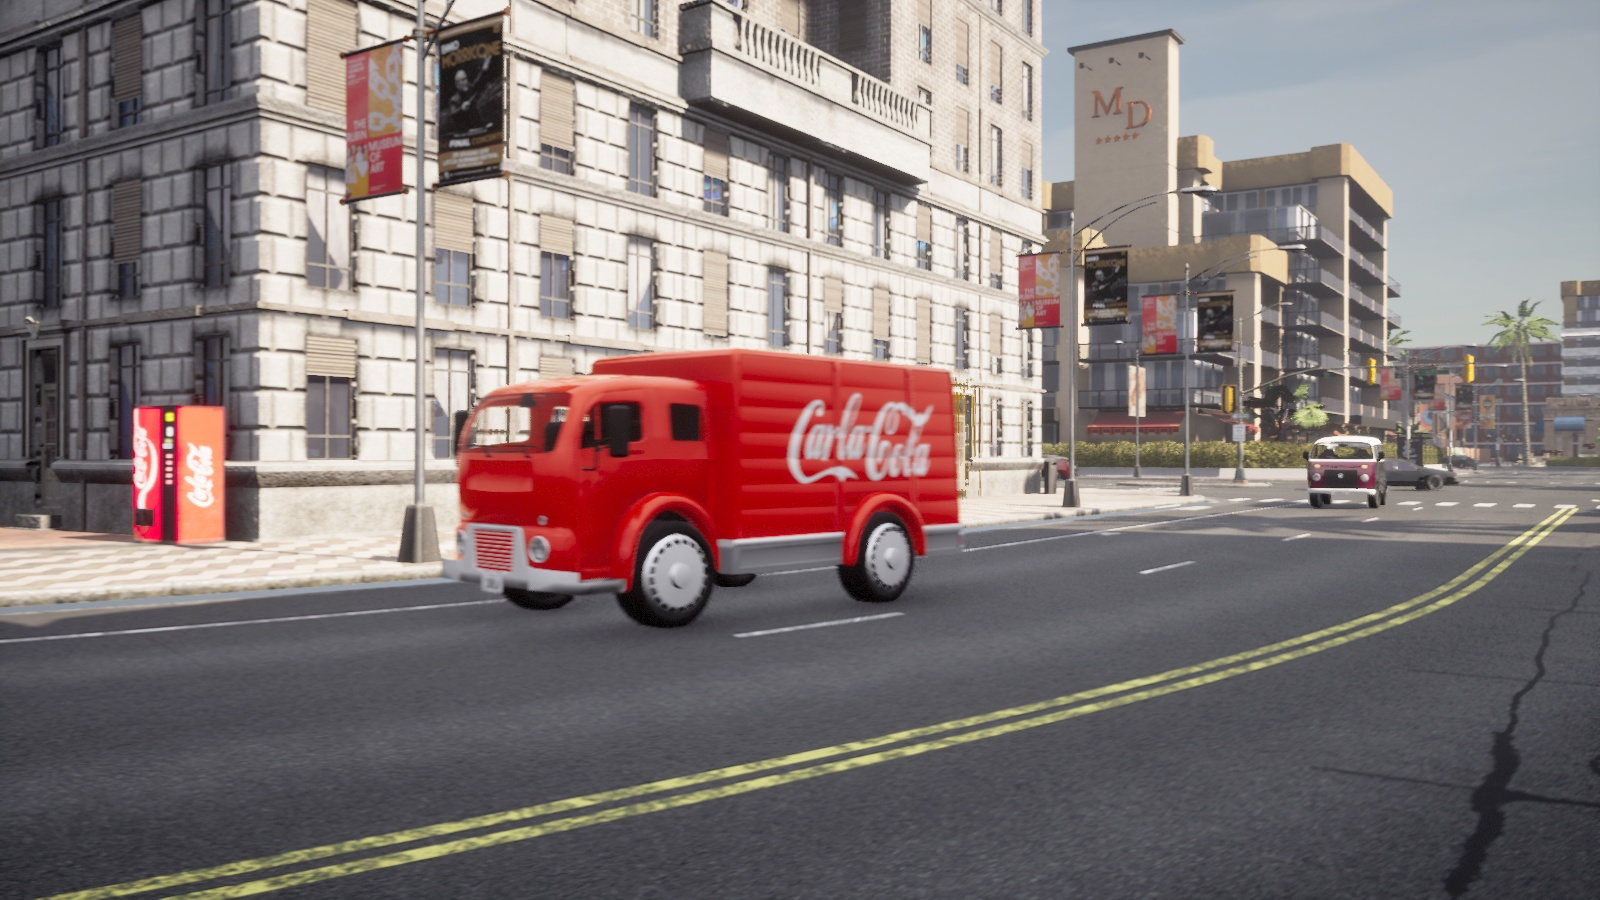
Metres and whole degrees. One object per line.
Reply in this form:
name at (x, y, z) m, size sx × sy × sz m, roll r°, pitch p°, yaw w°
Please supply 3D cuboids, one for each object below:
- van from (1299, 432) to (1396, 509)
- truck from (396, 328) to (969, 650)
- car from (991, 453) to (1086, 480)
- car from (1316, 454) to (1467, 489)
van at (15.660, 0.540, 35.797) m, size 2.069 × 2.038 × 4.480 m, roll 0°, pitch 0°, yaw 29°
truck at (-0.929, 0.300, 12.399) m, size 2.627 × 2.467 × 5.204 m, roll 0°, pitch 0°, yaw 43°
car at (13.544, 0.934, 71.401) m, size 4.792 × 1.488 × 2.163 m, roll 0°, pitch 0°, yaw 34°
car at (24.686, 0.894, 52.622) m, size 5.357 × 1.411 × 2.033 m, roll 0°, pitch 0°, yaw 9°
